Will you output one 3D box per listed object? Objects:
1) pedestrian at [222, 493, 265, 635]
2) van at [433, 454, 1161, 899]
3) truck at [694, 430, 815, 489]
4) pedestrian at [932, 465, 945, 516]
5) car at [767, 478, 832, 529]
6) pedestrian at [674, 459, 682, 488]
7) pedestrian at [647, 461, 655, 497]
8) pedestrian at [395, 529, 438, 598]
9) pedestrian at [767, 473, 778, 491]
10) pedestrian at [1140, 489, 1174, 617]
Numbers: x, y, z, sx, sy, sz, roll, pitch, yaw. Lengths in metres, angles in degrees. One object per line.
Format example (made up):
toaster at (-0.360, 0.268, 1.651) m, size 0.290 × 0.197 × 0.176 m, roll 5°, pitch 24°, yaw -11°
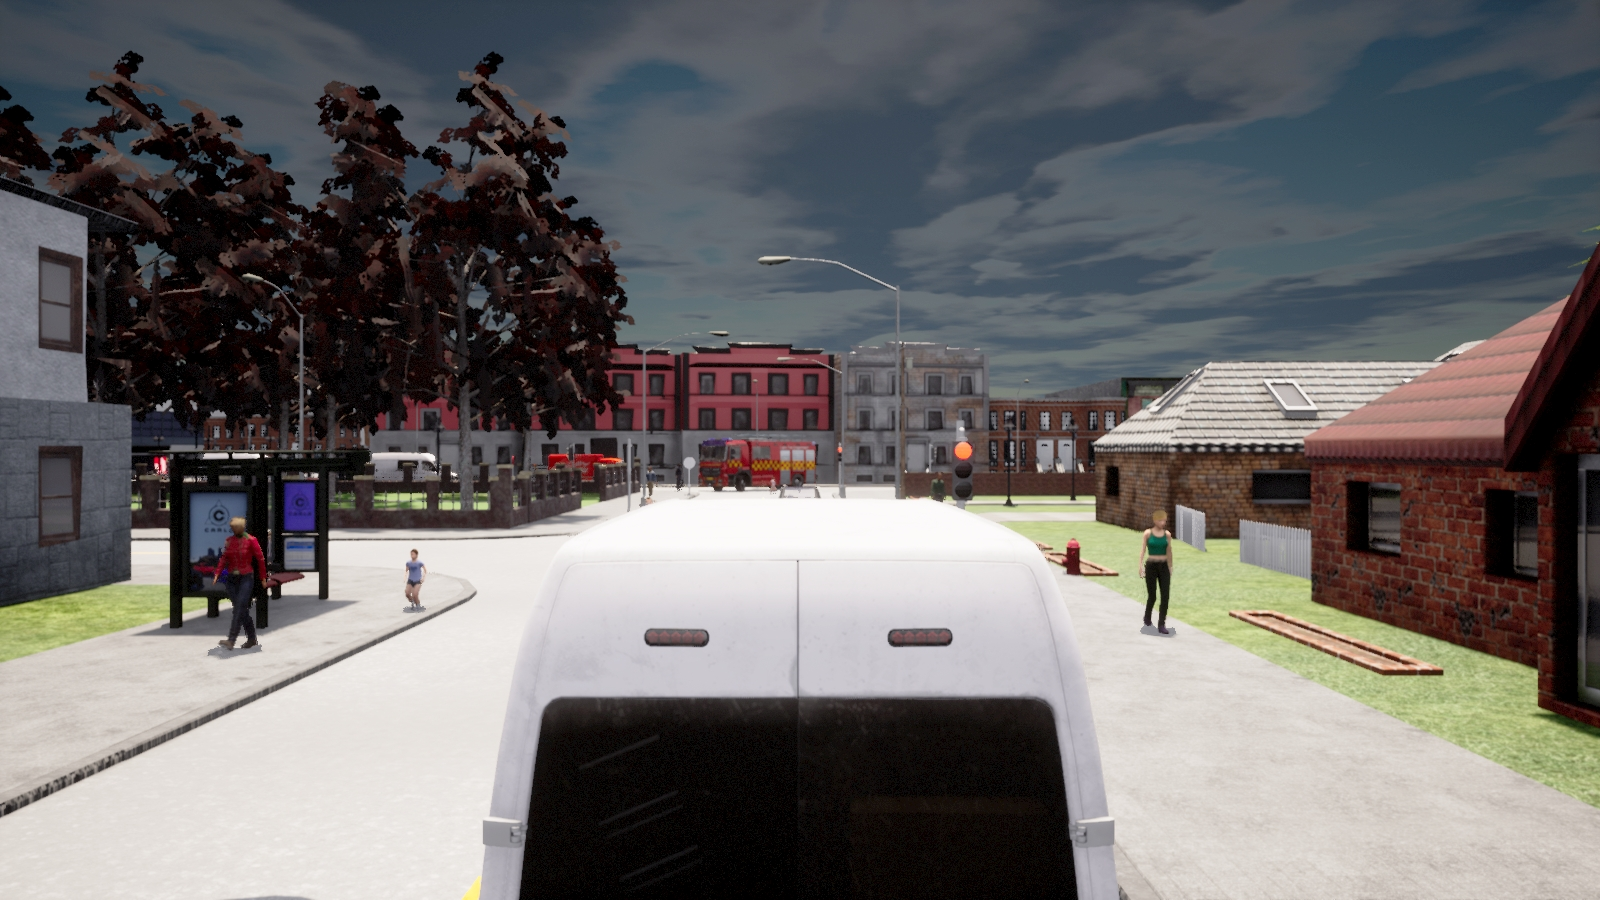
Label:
pedestrian at (-7.425, 1.509, 15.245) m, size 0.375 × 1.860 × 0.375 m, roll 0°, pitch 0°, yaw 6°
van at (-0.009, 1.311, 6.081) m, size 1.988 × 2.561 × 5.915 m, roll 0°, pitch 0°, yaw 0°
truck at (-3.017, 0.632, 78.007) m, size 8.468 × 3.827 × 2.891 m, roll 0°, pitch 0°, yaw -43°
pedestrian at (5.126, 1.502, 42.294) m, size 0.375 × 1.860 × 0.375 m, roll 0°, pitch 0°, yaw -15°
car at (-0.010, 1.807, 39.716) m, size 2.128 × 1.511 × 4.902 m, roll 0°, pitch 0°, yaw 0°
pedestrian at (-7.814, 1.490, 73.352) m, size 0.375 × 1.860 × 0.375 m, roll 0°, pitch 0°, yaw 41°
pedestrian at (-7.785, 1.497, 59.728) m, size 0.375 × 1.860 × 0.375 m, roll 0°, pitch 0°, yaw 4°
pedestrian at (-6.399, 1.887, 19.065) m, size 0.500 × 1.100 × 0.500 m, roll 0°, pitch 0°, yaw 9°
pedestrian at (-1.695, 1.974, 70.910) m, size 0.500 × 1.100 × 0.500 m, roll 0°, pitch 0°, yaw 26°
pedestrian at (5.279, 1.515, 16.885) m, size 0.375 × 1.860 × 0.375 m, roll 0°, pitch 0°, yaw -2°
